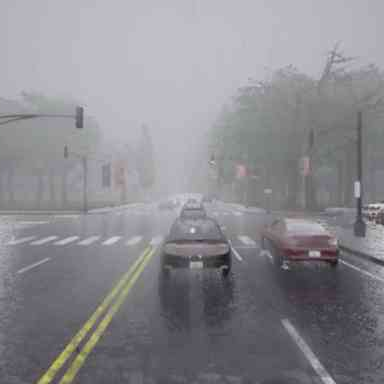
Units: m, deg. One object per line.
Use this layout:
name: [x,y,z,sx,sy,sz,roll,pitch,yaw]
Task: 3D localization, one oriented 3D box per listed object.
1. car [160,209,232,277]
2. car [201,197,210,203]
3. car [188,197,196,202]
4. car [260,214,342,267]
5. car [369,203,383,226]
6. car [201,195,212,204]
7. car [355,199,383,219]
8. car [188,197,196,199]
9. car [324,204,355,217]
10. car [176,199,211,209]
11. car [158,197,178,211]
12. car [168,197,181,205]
car: [0.098,1.509,10.292,2.128,1.511,4.902,0,0,0]
car: [3.237,1.870,83.097,2.033,1.411,5.357,0,-1,0]
car: [-0.013,1.883,83.096,1.994,1.385,4.181,0,-1,0]
car: [3.518,1.546,11.437,1.812,1.442,4.674,0,0,4]
car: [14.204,1.652,21.111,4.674,1.442,1.812,0,0,0]
car: [3.240,1.569,72.709,2.150,2.045,5.566,0,-1,0]
car: [17.103,1.367,27.676,5.566,2.045,2.150,0,0,-1]
car: [-0.010,1.820,72.642,1.882,1.535,5.008,0,-1,0]
car: [14.861,1.738,30.901,4.718,1.301,1.895,0,0,0]
car: [0.097,1.542,25.992,2.128,1.511,4.902,0,0,0]
car: [-3.352,1.668,43.853,2.033,1.411,5.357,0,0,0]
car: [-3.259,1.749,63.617,2.128,1.511,4.902,0,-1,0]
